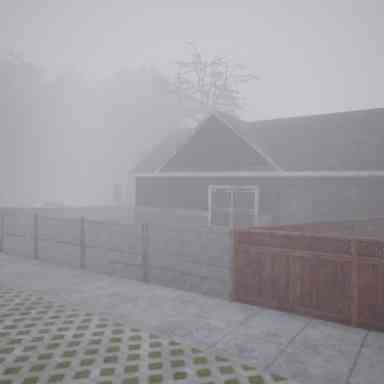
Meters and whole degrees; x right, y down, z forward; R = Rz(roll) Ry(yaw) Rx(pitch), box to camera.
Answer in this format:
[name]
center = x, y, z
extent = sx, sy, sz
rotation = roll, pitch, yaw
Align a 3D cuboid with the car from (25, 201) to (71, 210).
[car]
center = -12.809, 1.540, 29.144
extent = 1.812, 1.442, 4.674
rotation = 2, 1, 35
